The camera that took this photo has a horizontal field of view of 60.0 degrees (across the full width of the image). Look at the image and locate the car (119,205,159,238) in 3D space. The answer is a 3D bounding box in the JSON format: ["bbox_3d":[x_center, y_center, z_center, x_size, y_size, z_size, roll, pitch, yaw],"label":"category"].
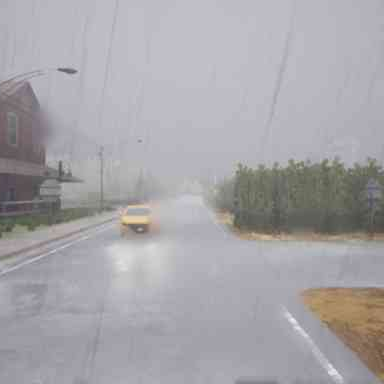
[{"bbox_3d":[-2.874,1.477,17.985,1.882,1.535,5.008,0,0,-11],"label":"car"}]
